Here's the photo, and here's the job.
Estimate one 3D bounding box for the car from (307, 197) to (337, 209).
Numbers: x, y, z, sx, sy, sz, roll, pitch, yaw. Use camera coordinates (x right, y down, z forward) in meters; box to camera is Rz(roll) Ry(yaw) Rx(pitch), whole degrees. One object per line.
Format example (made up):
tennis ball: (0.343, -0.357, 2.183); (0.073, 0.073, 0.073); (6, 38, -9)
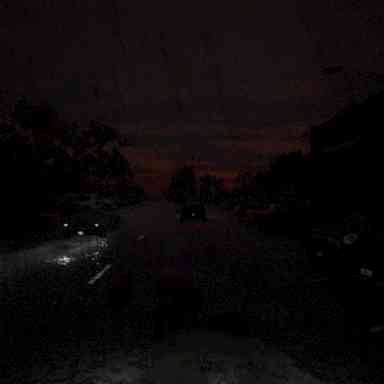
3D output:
car: (25.415, 2.083, 65.287); (2.435, 2.045, 5.566); (2, 1, -21)

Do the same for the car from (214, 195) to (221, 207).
car: (5.813, 1.441, 40.435); (5.366, 1.575, 1.946); (1, 0, -20)

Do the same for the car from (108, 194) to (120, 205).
car: (-10.939, 1.199, 35.654); (5.566, 2.045, 2.435); (-1, 0, -20)

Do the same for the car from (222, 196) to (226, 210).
car: (6.009, 1.482, 34.603); (4.792, 1.488, 2.163); (1, 0, -20)

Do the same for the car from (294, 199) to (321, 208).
car: (22.436, 2.229, 65.110); (1.946, 1.575, 5.366); (2, 1, -21)

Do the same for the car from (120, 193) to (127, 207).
car: (-10.991, 1.319, 41.673); (4.553, 1.767, 2.185); (-1, 0, -20)

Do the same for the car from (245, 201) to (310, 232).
car: (5.967, 1.497, 19.777); (4.792, 1.488, 2.163); (1, 0, -20)

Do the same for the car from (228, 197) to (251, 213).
car: (6.158, 1.458, 28.741); (5.366, 1.575, 1.946); (1, 0, -20)

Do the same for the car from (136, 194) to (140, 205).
car: (-10.975, 1.435, 50.753); (4.892, 1.521, 2.231); (-1, 0, -20)

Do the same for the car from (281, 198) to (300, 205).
car: (24.663, 2.324, 83.449); (2.231, 1.521, 4.892); (2, -1, -21)

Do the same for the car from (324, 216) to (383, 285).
car: (5.996, 1.481, 7.951); (4.892, 1.521, 2.231); (1, 0, -20)

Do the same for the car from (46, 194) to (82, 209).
car: (-10.927, 1.212, 23.559); (5.566, 2.045, 2.435); (-1, 0, -20)

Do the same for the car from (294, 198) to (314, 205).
car: (28.056, 2.428, 83.482); (2.231, 1.521, 4.892); (2, -1, -21)

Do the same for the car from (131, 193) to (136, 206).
car: (-10.939, 1.311, 47.738); (4.553, 1.767, 2.185); (-1, 0, -20)

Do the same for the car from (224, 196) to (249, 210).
car: (5.983, 1.455, 31.637); (5.008, 1.535, 2.097); (1, 0, -20)

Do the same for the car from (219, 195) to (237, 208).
car: (5.986, 1.450, 37.552); (4.892, 1.521, 2.231); (1, 0, -20)

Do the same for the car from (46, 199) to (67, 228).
car: (-10.781, 1.461, 20.597); (5.366, 1.575, 1.946); (-1, 0, -20)

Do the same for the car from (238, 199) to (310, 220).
car: (6.159, 1.464, 22.824); (5.366, 1.575, 1.946); (1, 0, -20)

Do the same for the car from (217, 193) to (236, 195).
car: (6.014, 1.318, 43.472); (4.553, 1.767, 2.185); (1, 0, -20)

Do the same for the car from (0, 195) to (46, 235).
car: (-10.984, 1.219, 17.496); (5.566, 2.045, 2.435); (-1, 0, -20)

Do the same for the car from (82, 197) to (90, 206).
car: (-10.944, 1.461, 26.566); (4.892, 1.521, 2.231); (-1, 0, -20)

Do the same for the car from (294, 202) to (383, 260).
car: (6.026, 1.352, 10.926); (4.553, 1.767, 2.185); (1, 0, -20)

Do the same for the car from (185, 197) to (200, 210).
car: (0.082, 1.460, 43.625); (1.837, 1.490, 4.892); (0, 0, 0)

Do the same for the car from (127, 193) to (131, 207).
car: (-10.999, 1.316, 44.700); (4.553, 1.767, 2.185); (-1, 0, -20)

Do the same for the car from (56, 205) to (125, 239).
car: (-5.108, 1.584, 17.495); (1.895, 1.301, 4.718); (0, 0, 0)

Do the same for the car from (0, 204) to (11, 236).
car: (-10.922, 1.502, 14.495); (4.792, 1.488, 2.163); (-1, 0, -20)

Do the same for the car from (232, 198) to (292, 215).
car: (5.988, 1.462, 25.707); (5.008, 1.535, 2.097); (1, 0, -20)

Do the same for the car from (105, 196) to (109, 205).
car: (-10.931, 1.483, 32.631); (4.792, 1.488, 2.163); (-1, 0, -20)

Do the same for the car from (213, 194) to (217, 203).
car: (5.986, 1.441, 46.424); (4.892, 1.521, 2.231); (1, 0, -20)

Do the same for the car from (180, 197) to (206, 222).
car: (0.088, 1.451, 26.335); (1.882, 1.535, 5.008); (0, 0, 0)

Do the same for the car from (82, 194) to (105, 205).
car: (-10.992, 1.206, 29.587); (5.566, 2.045, 2.435); (-1, 0, -20)

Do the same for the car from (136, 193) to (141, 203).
car: (-10.995, 1.180, 53.757); (5.566, 2.045, 2.435); (-1, 0, -20)
